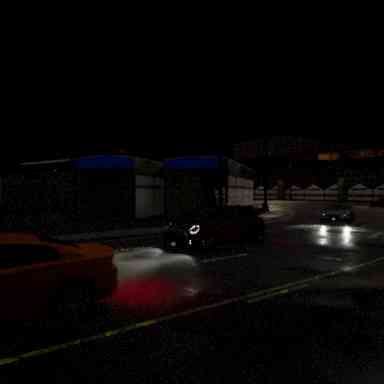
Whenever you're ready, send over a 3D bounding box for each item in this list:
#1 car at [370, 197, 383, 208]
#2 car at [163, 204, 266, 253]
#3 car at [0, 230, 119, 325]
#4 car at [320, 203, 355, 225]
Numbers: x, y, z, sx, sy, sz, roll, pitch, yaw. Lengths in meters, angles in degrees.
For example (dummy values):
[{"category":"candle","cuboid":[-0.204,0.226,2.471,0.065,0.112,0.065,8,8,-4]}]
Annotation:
[{"category":"car","cuboid":[26.576,1.477,45.782,1.882,1.535,5.008,0,0,-4]},{"category":"car","cuboid":[1.023,1.353,13.802,4.553,1.767,2.097,0,0,-40]},{"category":"car","cuboid":[-3.738,1.478,5.613,5.008,1.535,1.882,0,0,-38]},{"category":"car","cuboid":[10.661,1.525,24.153,1.812,1.442,4.674,0,0,32]}]
